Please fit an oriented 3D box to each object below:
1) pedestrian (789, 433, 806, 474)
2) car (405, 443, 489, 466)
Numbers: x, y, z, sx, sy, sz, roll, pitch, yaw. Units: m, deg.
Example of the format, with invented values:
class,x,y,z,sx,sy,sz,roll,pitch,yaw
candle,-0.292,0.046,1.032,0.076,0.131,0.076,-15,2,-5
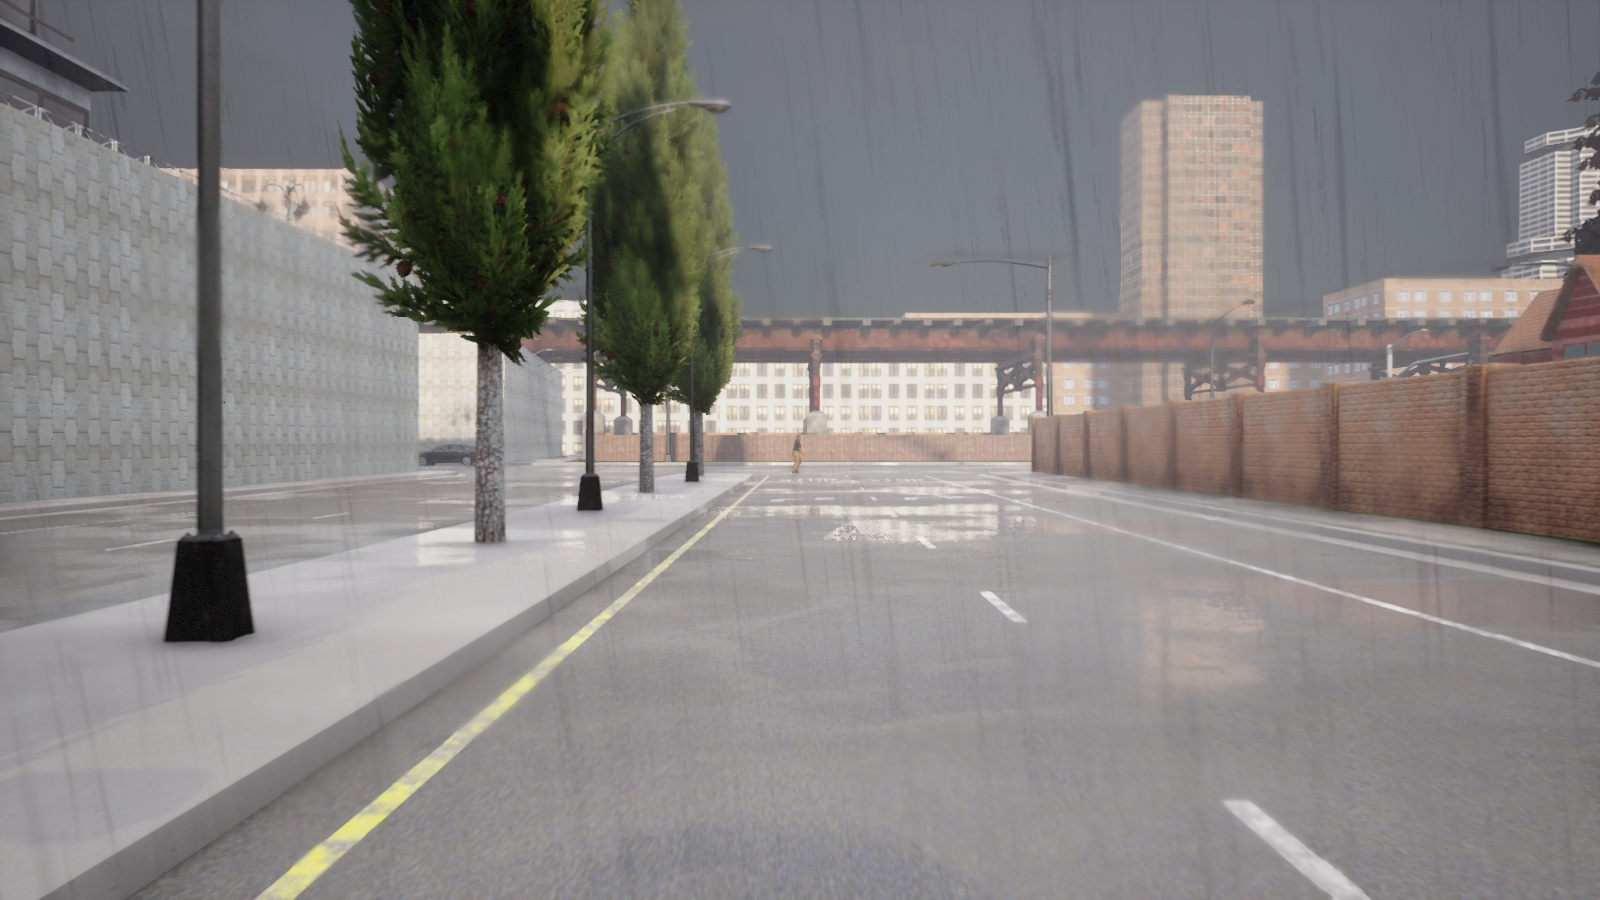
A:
class,x,y,z,sx,sy,sz,roll,pitch,yaw
pedestrian,-0.117,0.168,57.437,0.694,1.848,0.540,0,0,-11
car,-22.663,0.278,80.779,4.892,1.490,1.837,0,0,1
